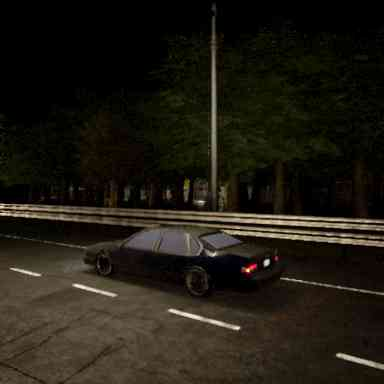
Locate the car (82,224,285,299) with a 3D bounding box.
[{"bbox_3d":[-0.465,1.550,8.503,5.357,1.411,2.033,0,0,36],"label":"car"}]
